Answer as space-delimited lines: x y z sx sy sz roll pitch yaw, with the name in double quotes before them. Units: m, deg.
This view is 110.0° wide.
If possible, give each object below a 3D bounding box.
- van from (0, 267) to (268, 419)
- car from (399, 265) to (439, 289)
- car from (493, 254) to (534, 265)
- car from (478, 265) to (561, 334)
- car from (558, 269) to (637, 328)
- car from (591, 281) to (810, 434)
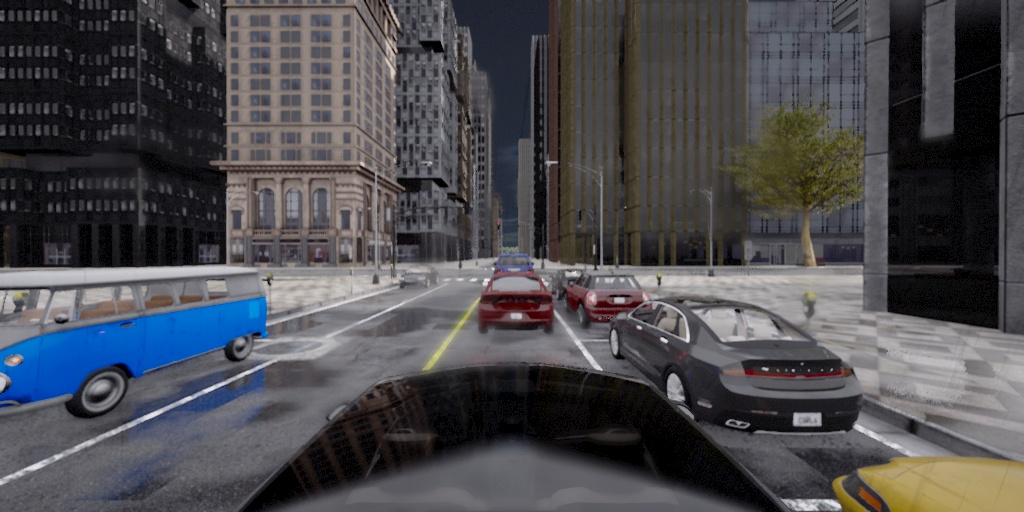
"van" -5.755 1.079 5.554 1.690 1.789 3.998 0 0 0
"car" -5.728 1.233 22.477 2.007 1.370 4.403 0 0 0
"car" 0.107 0.911 20.450 2.150 2.045 5.566 0 0 0
"car" 0.108 1.200 10.567 1.882 1.535 5.008 0 0 0
"car" 2.780 1.160 11.183 1.967 1.591 4.097 0 0 0
"car" 2.770 1.289 5.541 2.007 1.370 4.403 0 0 0
